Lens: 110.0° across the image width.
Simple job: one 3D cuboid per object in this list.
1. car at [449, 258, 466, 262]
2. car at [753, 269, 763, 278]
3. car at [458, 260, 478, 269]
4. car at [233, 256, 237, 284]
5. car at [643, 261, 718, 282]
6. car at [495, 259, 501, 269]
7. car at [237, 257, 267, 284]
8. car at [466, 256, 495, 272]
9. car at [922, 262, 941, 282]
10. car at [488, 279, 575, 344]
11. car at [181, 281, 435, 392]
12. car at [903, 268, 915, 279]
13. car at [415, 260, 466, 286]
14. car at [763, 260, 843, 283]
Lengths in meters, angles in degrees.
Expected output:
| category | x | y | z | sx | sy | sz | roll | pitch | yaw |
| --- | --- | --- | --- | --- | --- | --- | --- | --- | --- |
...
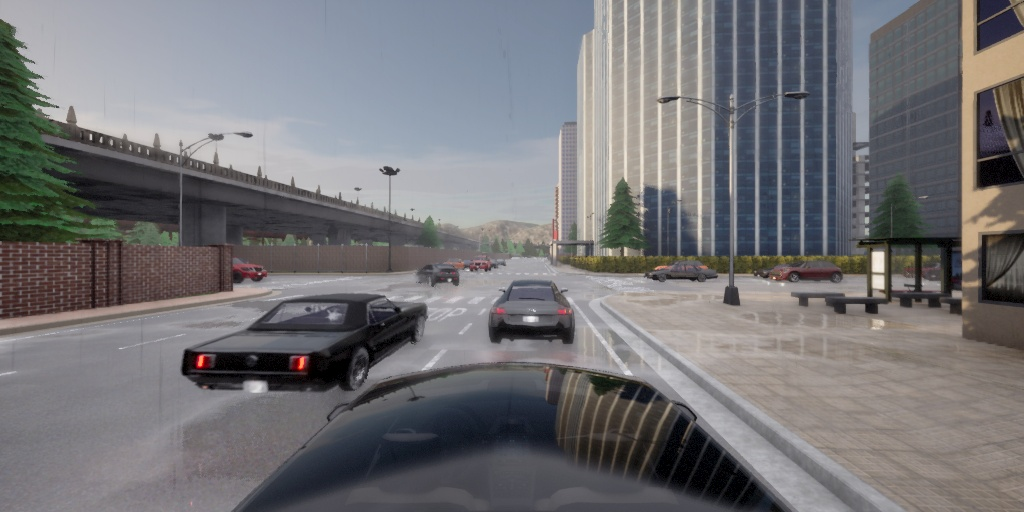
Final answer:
| category | x | y | z | sx | sy | sz | roll | pitch | yaw |
| --- | --- | --- | --- | --- | --- | --- | --- | --- | --- |
| car | -7.534 | 1.102 | 46.595 | 2.097 | 1.767 | 4.553 | 0 | 0 | 5 |
| car | 24.491 | 1.353 | 31.556 | 5.357 | 1.411 | 2.033 | 0 | 0 | 4 |
| car | -6.815 | 1.297 | 56.036 | 2.033 | 1.411 | 5.357 | 0 | 0 | 5 |
| car | -22.268 | 1.027 | 24.244 | 5.566 | 2.045 | 2.150 | 0 | 0 | 4 |
| car | 13.507 | 1.353 | 28.853 | 5.357 | 1.411 | 2.033 | 0 | 0 | 4 |
| car | -3.282 | 1.228 | 56.529 | 1.882 | 1.535 | 5.008 | 0 | 0 | 4 |
| car | -22.133 | 1.027 | 27.750 | 5.566 | 2.045 | 2.150 | 0 | 0 | 4 |
| car | -4.000 | 0.971 | 46.553 | 2.150 | 2.045 | 5.566 | 0 | 0 | 4 |
| car | 34.279 | 1.367 | 27.308 | 4.181 | 1.385 | 1.994 | 0 | 0 | 5 |
| car | 0.557 | 1.314 | 9.633 | 1.994 | 1.385 | 4.181 | 0 | 0 | 4 |
| car | -3.081 | 1.351 | 6.714 | 1.895 | 1.301 | 4.718 | 0 | 0 | 3 |
| car | 36.597 | 1.283 | 30.635 | 5.008 | 1.535 | 1.882 | 0 | 0 | 5 |
| car | -5.206 | 1.258 | 24.647 | 1.837 | 1.490 | 4.892 | 2 | -1 | -31 |
| car | 22.961 | 1.157 | 28.158 | 4.553 | 1.767 | 2.097 | 0 | 0 | 4 |
